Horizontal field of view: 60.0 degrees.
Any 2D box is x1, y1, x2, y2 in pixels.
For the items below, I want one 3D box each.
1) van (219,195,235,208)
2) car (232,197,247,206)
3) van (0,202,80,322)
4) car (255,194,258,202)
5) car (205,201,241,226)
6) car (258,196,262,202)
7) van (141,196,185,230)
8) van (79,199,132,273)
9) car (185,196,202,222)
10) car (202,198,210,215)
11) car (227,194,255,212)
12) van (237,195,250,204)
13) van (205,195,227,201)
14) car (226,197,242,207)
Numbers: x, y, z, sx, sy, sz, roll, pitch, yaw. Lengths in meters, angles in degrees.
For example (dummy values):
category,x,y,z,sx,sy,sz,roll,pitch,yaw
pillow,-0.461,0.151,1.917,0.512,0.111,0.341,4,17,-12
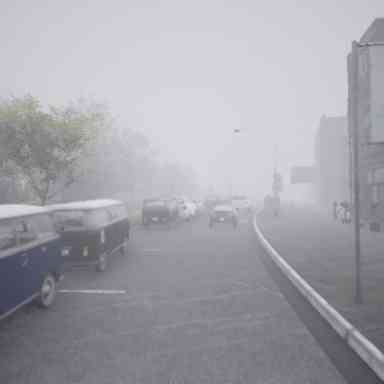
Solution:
category,x,y,z,sx,sy,sz,roll,pitch,yaw
van,5.696,1.480,53.201,1.878,1.987,4.442,-1,1,15
car,9.251,1.749,64.686,2.231,1.521,4.892,-1,1,16
van,-3.558,1.253,5.192,1.878,1.987,4.442,-2,1,1
car,14.176,1.870,80.598,2.002,1.452,4.674,-1,-1,17
car,2.311,1.591,23.632,1.812,1.442,4.674,0,0,10
car,16.167,1.617,87.043,2.435,2.045,5.566,-1,0,18
van,-1.931,1.322,21.872,1.878,1.987,4.442,-1,1,7
van,-3.239,1.267,10.763,1.878,1.987,4.442,-2,1,3
car,-0.991,1.331,27.294,2.435,2.045,5.566,-1,1,8
car,0.154,1.654,32.735,2.002,1.452,4.674,-1,1,12
car,6.087,1.369,40.709,2.150,2.045,5.566,-1,0,15
van,10.935,1.566,70.117,1.878,1.987,4.442,-1,-1,19
van,2.901,1.440,43.650,1.878,1.987,4.442,-1,1,15
car,7.621,1.760,59.422,2.163,1.488,4.792,-1,1,16
